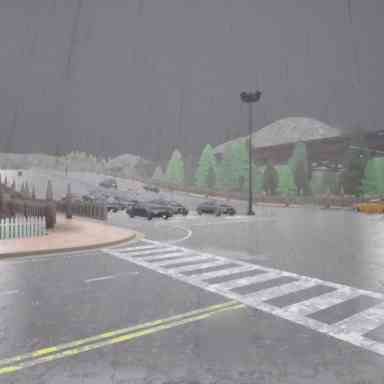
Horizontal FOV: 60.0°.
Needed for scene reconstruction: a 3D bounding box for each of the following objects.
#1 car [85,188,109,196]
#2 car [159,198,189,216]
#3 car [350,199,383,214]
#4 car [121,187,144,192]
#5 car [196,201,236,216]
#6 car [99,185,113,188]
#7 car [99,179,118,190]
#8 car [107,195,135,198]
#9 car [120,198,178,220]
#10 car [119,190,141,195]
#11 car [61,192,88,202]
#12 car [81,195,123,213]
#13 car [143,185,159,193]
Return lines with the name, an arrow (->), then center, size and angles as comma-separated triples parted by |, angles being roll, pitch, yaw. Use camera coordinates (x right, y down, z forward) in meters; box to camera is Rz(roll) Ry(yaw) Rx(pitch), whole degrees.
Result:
car -> -14.190, 0.635, 47.859 | 2.097, 1.767, 4.553 | 0, 4, -37
car -> -2.152, 1.555, 31.937 | 1.994, 1.385, 4.181 | 0, 0, -37
car -> 18.703, 1.477, 33.750 | 1.882, 1.535, 5.008 | 0, 0, -37
car -> -11.465, -0.063, 62.020 | 1.895, 1.301, 4.718 | 0, 7, -37
car -> 2.266, 1.558, 31.909 | 1.994, 1.385, 4.181 | 0, 0, -37
car -> -15.404, 0.170, 55.381 | 1.837, 1.490, 4.892 | 0, 6, -37
car -> -17.587, -1.706, 70.043 | 2.150, 2.045, 5.566 | 0, 7, -37
car -> -8.159, 1.412, 39.854 | 1.994, 1.385, 4.181 | 0, 2, -37
car -> -3.781, 1.543, 28.292 | 2.033, 1.411, 5.357 | 0, 0, -37
car -> -9.273, 1.008, 47.148 | 1.882, 1.535, 5.008 | 0, 4, -37
car -> -16.050, 0.904, 44.504 | 1.837, 1.490, 4.892 | 0, 4, -37
car -> -9.858, 1.451, 36.298 | 2.033, 1.411, 5.357 | 0, 2, -37
car -> -8.829, -0.755, 70.027 | 1.837, 1.490, 4.892 | 0, 7, -37
